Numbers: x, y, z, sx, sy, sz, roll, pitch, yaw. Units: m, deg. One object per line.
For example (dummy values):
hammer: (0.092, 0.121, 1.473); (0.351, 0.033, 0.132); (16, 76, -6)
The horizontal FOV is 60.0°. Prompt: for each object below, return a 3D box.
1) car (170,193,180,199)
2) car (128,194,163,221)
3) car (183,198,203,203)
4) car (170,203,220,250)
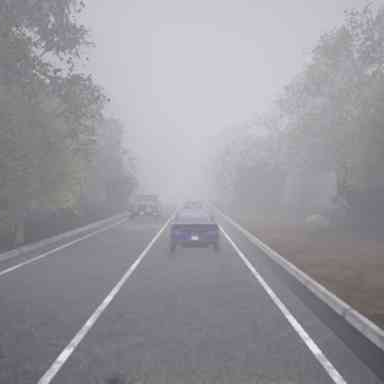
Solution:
car: (-3.488, 0.928, 67.957); (1.882, 1.535, 5.008); (0, 0, 0)
car: (-3.593, 1.151, 26.615); (2.150, 2.045, 5.566); (0, 0, 0)
car: (0.108, 1.381, 34.435); (2.128, 1.511, 4.902); (0, 0, 0)
car: (0.104, 1.455, 14.151); (1.882, 1.535, 5.008); (0, 0, 0)
